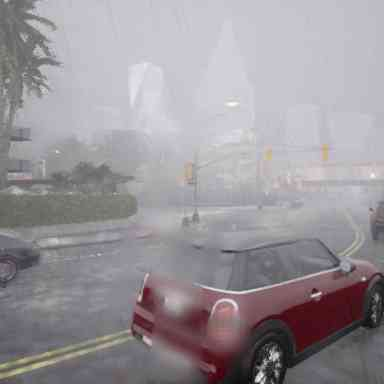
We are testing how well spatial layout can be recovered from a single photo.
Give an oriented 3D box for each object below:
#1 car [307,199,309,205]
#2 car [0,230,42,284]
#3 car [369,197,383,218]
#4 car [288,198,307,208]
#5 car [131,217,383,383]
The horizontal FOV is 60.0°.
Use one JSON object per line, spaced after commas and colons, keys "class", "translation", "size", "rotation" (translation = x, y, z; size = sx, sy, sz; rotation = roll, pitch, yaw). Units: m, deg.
{"class": "car", "translation": [23.047, 2.195, 71.044], "size": [2.185, 1.767, 4.553], "rotation": [0, -1, 23]}
{"class": "car", "translation": [-6.277, 1.597, 8.250], "size": [4.674, 1.442, 1.812], "rotation": [1, -1, -38]}
{"class": "car", "translation": [11.041, 1.454, 18.185], "size": [2.150, 2.045, 5.566], "rotation": [0, -1, 27]}
{"class": "car", "translation": [20.640, 2.249, 65.084], "size": [2.097, 1.535, 5.008], "rotation": [0, -1, 23]}
{"class": "car", "translation": [1.372, 1.417, 5.442], "size": [4.553, 1.767, 2.097], "rotation": [1, -1, -41]}
